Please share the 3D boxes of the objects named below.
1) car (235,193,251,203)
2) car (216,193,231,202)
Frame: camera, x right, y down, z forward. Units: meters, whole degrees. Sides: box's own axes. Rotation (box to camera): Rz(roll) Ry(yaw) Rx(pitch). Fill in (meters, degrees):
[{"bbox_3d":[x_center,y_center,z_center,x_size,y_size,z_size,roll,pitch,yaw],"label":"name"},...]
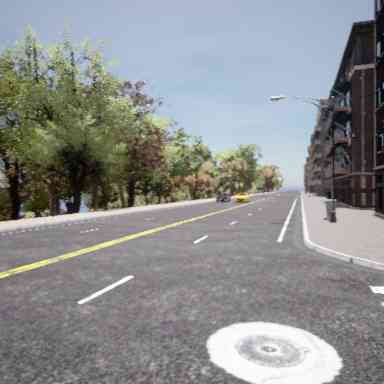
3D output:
[{"bbox_3d":[8.360,0.904,54.318,1.882,1.535,5.008,0,0,18],"label":"car"},{"bbox_3d":[5.271,0.941,55.329,1.837,1.490,4.892,0,0,18],"label":"car"}]
